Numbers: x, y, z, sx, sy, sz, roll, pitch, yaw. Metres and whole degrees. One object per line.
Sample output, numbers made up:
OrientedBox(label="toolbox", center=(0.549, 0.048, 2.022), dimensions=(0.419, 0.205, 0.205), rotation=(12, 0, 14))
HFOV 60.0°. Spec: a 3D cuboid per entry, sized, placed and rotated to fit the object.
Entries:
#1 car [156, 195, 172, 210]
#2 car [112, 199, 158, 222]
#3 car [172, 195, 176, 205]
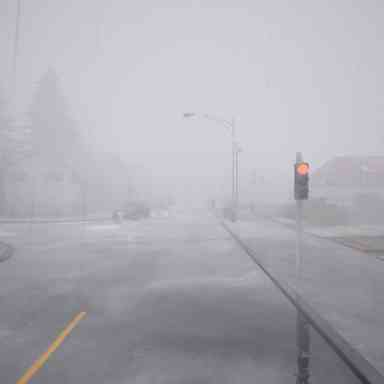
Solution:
OrientedBox(label="car", center=(-3.974, 1.502, 42.282), dimensions=(1.837, 1.490, 4.892), rotation=(0, 1, 0))
OrientedBox(label="car", center=(-4.734, 1.493, 26.732), dimensions=(2.128, 1.511, 4.902), rotation=(0, 0, 11))
OrientedBox(label="car", center=(-3.911, 1.351, 57.524), dimensions=(2.097, 1.767, 4.553), rotation=(0, 0, 0))
